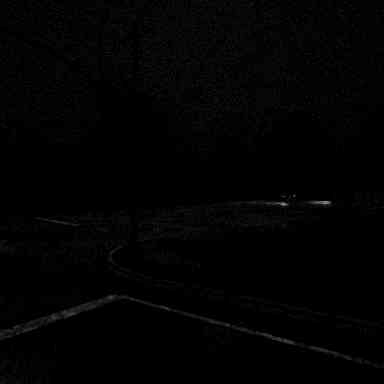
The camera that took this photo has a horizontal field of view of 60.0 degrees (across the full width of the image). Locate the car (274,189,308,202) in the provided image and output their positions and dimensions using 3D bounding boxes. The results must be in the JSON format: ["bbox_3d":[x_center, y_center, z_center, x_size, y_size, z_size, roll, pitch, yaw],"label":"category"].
[{"bbox_3d":[12.586,0.400,42.113,4.892,1.490,1.837,-4,2,-30],"label":"car"}]

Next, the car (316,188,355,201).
[{"bbox_3d":[17.790,0.264,41.082,5.357,1.411,2.033,-4,2,-29],"label":"car"}]
